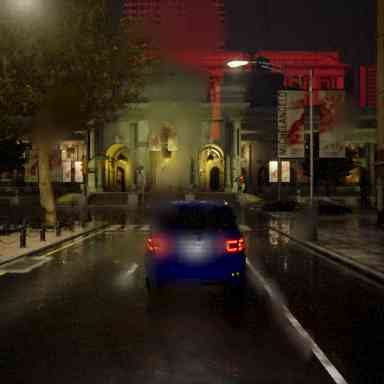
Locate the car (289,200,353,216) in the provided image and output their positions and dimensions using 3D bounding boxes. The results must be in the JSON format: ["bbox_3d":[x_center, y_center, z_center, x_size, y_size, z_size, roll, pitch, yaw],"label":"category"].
[{"bbox_3d":[12.695,1.547,32.578,5.357,1.411,2.033,0,0,1],"label":"car"}]

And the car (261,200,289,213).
[{"bbox_3d":[10.250,1.547,36.097,5.357,1.411,2.033,0,0,1],"label":"car"}]

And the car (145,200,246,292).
[{"bbox_3d":[0.100,1.221,9.089,2.150,2.045,5.566,0,0,1],"label":"car"}]
